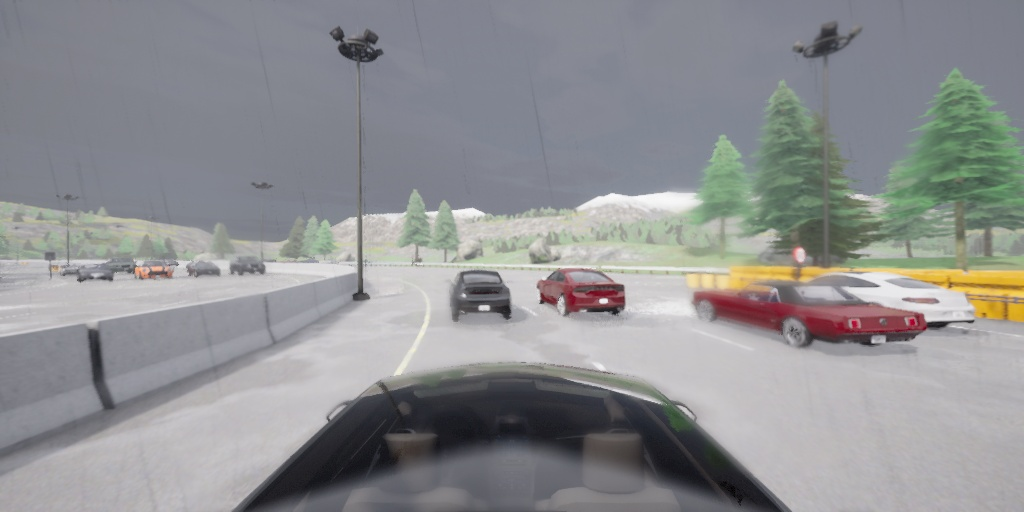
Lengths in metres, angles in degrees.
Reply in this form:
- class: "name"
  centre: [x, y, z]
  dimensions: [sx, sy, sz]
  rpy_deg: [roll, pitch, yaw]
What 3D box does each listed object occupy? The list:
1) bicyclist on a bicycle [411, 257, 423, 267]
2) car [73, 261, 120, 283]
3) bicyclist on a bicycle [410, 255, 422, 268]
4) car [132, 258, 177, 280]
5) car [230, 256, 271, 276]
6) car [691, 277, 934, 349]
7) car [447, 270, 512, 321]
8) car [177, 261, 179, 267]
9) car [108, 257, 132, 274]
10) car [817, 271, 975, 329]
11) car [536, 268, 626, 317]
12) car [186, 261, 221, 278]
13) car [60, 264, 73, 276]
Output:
- class: "bicyclist on a bicycle"
  centre: [-15.880, 0.950, 61.870]
  dimensions: [0.582, 1.620, 1.656]
  rpy_deg: [1, -20, 35]
- class: "car"
  centre: [-34.771, 1.401, 29.966]
  dimensions: [4.902, 1.511, 2.128]
  rpy_deg: [0, 0, 39]
- class: "bicyclist on a bicycle"
  centre: [-16.761, 0.953, 62.510]
  dimensions: [0.582, 1.620, 1.656]
  rpy_deg: [1, -23, 35]
- class: "car"
  centre: [-32.822, 1.231, 32.865]
  dimensions: [4.553, 1.767, 2.097]
  rpy_deg: [0, 0, 38]
- class: "car"
  centre: [-28.027, 1.043, 37.985]
  dimensions: [5.566, 2.045, 2.150]
  rpy_deg: [-1, 0, 39]
- class: "car"
  centre: [6.639, 1.273, 8.946]
  dimensions: [1.895, 1.301, 4.718]
  rpy_deg: [0, 0, -7]
- class: "car"
  centre: [-1.221, 1.221, 12.522]
  dimensions: [1.837, 1.490, 4.892]
  rpy_deg: [0, 0, -11]
- class: "car"
  centre: [-44.637, 1.514, 45.693]
  dimensions: [4.718, 1.301, 1.895]
  rpy_deg: [0, 0, 35]
- class: "car"
  centre: [-46.509, 1.162, 42.724]
  dimensions: [5.566, 2.045, 2.150]
  rpy_deg: [0, 0, 35]
- class: "car"
  centre: [9.927, 1.166, 10.488]
  dimensions: [1.812, 1.442, 4.674]
  rpy_deg: [0, 0, -7]
- class: "car"
  centre: [2.241, 1.165, 12.974]
  dimensions: [1.882, 1.535, 5.008]
  rpy_deg: [0, 0, -11]
- class: "car"
  centre: [-30.395, 1.327, 35.412]
  dimensions: [5.008, 1.535, 1.882]
  rpy_deg: [-1, 0, 39]
- class: "car"
  centre: [-49.177, 1.574, 40.320]
  dimensions: [4.718, 1.301, 1.895]
  rpy_deg: [0, 0, 35]
